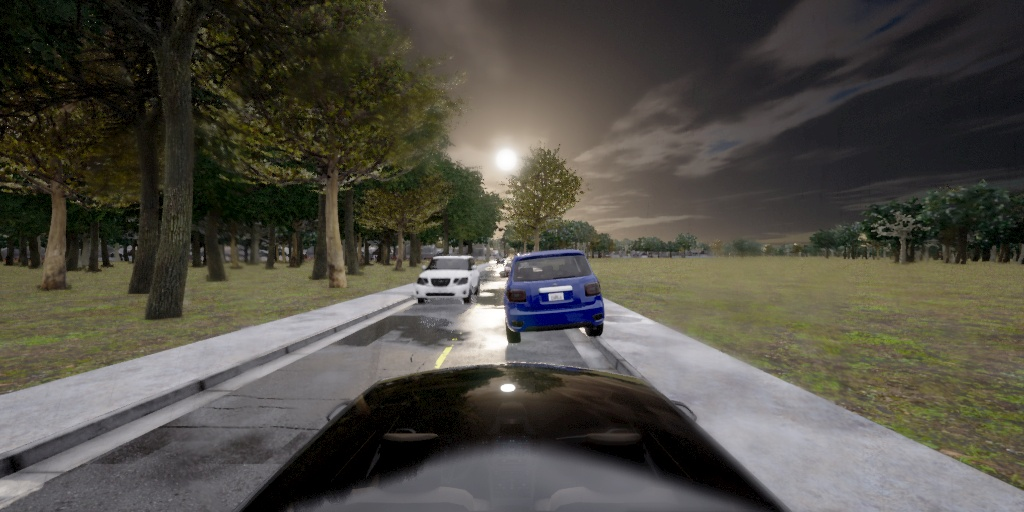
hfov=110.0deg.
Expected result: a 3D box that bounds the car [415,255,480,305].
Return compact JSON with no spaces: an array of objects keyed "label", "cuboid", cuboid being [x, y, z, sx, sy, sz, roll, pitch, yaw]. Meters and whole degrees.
[{"label":"car","cuboid":[-2.731,0.972,16.387,2.150,2.045,5.566,0,0,0]}]

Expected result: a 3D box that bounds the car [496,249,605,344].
[{"label":"car","cuboid":[0.884,0.897,9.761,2.150,2.045,5.566,-5,0,0]}]

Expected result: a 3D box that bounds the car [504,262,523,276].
[{"label":"car","cuboid":[0.123,1.352,38.255,1.895,1.301,4.718,0,0,0]}]
